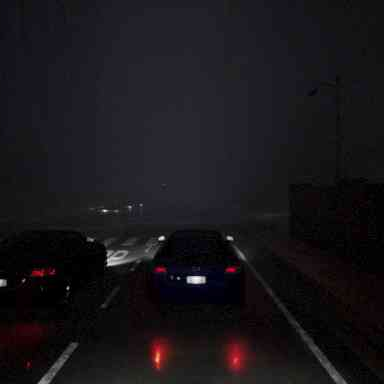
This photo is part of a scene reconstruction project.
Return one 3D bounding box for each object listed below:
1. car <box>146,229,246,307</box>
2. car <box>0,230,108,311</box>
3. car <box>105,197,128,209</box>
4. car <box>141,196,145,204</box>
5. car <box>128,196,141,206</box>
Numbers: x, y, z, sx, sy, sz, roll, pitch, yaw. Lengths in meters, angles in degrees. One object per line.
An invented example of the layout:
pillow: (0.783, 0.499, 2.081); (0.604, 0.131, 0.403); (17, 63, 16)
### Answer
car: (0.092, 1.567, 8.059); (1.994, 1.385, 4.181); (0, 0, 1)
car: (-3.393, 1.567, 7.851); (1.994, 1.385, 4.181); (0, 0, 0)
car: (-10.496, 1.495, 45.569); (1.882, 1.535, 5.008); (0, 0, 0)
car: (-10.396, 1.529, 65.621); (1.837, 1.490, 4.892); (0, 0, 1)
car: (-10.471, 1.568, 55.499); (2.033, 1.411, 5.357); (0, 0, 0)
